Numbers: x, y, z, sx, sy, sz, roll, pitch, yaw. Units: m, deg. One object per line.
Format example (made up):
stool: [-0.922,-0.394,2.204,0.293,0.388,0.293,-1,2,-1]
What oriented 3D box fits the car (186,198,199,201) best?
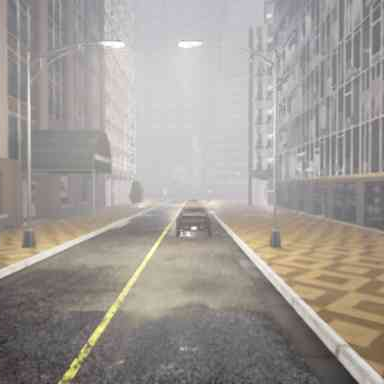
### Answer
car: [0.097,1.448,39.122,1.882,1.535,5.008,0,0,0]

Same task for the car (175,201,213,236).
car: [0.098,1.487,18.376,1.837,1.490,4.892,0,0,0]
